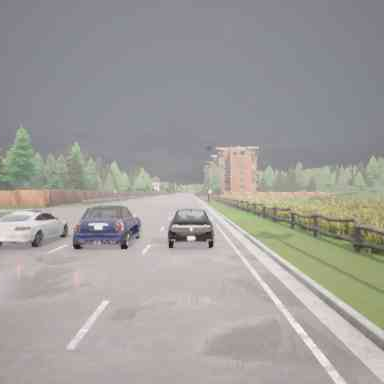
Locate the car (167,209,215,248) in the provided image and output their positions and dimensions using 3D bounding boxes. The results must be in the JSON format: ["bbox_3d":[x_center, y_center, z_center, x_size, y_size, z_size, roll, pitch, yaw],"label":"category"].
[{"bbox_3d":[-0.047,1.493,14.713,2.128,1.511,4.902,0,0,0],"label":"car"}]

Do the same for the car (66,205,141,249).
[{"bbox_3d":[-3.547,1.364,14.665,2.097,1.767,4.553,0,0,0],"label":"car"}]

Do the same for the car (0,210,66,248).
[{"bbox_3d":[-7.047,1.531,14.677,1.812,1.442,4.674,0,0,0],"label":"car"}]
